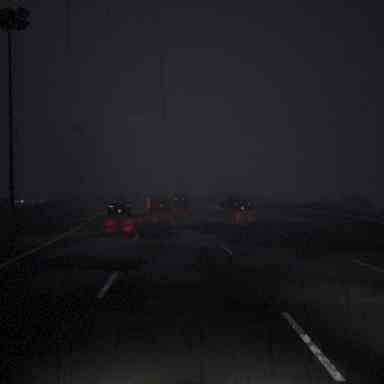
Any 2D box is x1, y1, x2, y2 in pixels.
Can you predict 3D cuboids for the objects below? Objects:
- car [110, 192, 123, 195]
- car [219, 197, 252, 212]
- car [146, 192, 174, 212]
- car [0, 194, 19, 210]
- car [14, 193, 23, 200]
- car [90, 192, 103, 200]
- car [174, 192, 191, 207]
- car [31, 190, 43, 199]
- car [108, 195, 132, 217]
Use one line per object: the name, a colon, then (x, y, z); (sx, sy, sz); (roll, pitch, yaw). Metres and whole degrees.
car: (-15.401, 0.689, 67.351); (2.128, 1.511, 4.902); (-1, 1, -27)
car: (4.078, 1.130, 32.235); (1.895, 1.301, 4.718); (-1, 1, -12)
car: (-3.293, 1.063, 32.213); (1.882, 1.535, 5.008); (0, 0, -13)
car: (-17.438, 1.231, 29.762); (1.837, 1.490, 4.892); (0, 0, -12)
car: (-34.778, 0.871, 66.403); (1.895, 1.301, 4.718); (-1, 1, -29)
car: (-19.227, 0.719, 67.190); (2.128, 1.511, 4.902); (-1, 1, -28)
car: (-1.587, 0.823, 39.788); (2.097, 1.767, 4.553); (-1, 1, -15)
car: (-31.772, 0.579, 68.192); (2.097, 1.767, 4.553); (-1, 1, -29)
car: (-5.883, 1.200, 27.133); (1.812, 1.442, 4.674); (0, 0, -11)
